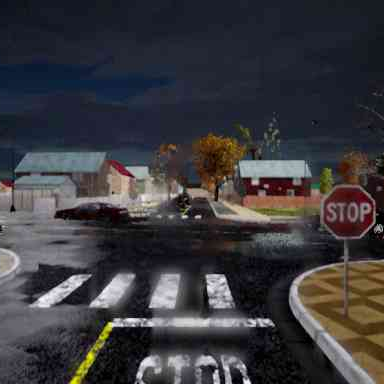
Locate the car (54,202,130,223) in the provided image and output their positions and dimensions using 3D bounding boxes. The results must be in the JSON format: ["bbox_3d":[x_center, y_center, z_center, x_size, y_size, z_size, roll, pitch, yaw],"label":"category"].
[{"bbox_3d":[-7.385,1.481,24.713,5.357,1.411,2.033,1,0,8],"label":"car"}]

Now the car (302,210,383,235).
[{"bbox_3d":[8.899,1.601,19.201,4.892,1.490,1.837,1,0,8],"label":"car"}]

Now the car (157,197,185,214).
[{"bbox_3d":[-2.372,1.511,35.422,2.033,1.411,5.357,0,0,5],"label":"car"}]

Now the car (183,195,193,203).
[{"bbox_3d":[-0.861,1.489,71.315,1.812,1.442,4.674,0,0,2],"label":"car"}]

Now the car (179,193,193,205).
[{"bbox_3d":[-1.472,1.185,56.791,2.150,2.045,5.566,0,0,2],"label":"car"}]

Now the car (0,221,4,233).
[{"bbox_3d":[-10.953,1.364,15.054,4.674,1.442,1.812,1,-1,12],"label":"car"}]

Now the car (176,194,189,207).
[{"bbox_3d":[-1.893,1.468,46.060,1.837,1.490,4.892,0,0,2],"label":"car"}]
